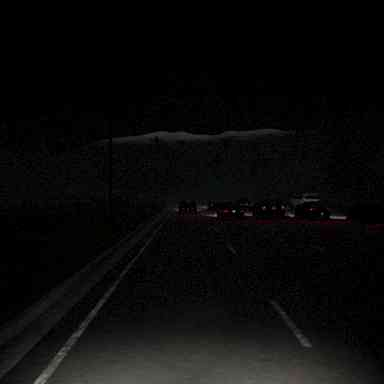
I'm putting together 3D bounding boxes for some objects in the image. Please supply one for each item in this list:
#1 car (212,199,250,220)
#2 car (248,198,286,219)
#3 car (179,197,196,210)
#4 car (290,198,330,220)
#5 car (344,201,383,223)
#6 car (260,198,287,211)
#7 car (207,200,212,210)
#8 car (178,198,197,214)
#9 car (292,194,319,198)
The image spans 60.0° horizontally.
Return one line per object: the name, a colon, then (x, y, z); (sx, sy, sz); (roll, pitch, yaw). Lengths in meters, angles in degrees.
car: (3.179, 1.548, 28.355); (2.033, 1.411, 5.357); (0, 0, -1)
car: (6.652, 1.351, 29.350); (2.097, 1.767, 4.553); (0, 0, -1)
car: (-0.592, 1.491, 44.980); (2.128, 1.511, 4.902); (0, 0, -1)
car: (10.170, 1.526, 28.398); (1.812, 1.442, 4.674); (0, 0, -1)
car: (13.710, 1.505, 25.907); (1.837, 1.490, 4.892); (0, 0, -1)
car: (9.971, 1.492, 41.209); (2.128, 1.511, 4.902); (0, 0, -1)
car: (2.954, 1.601, 42.331); (1.895, 1.301, 4.718); (0, 0, -1)
car: (-0.440, 1.491, 35.543); (2.128, 1.511, 4.902); (0, 0, -1)
car: (13.499, 1.221, 39.949); (2.150, 2.045, 5.566); (0, 0, -1)
